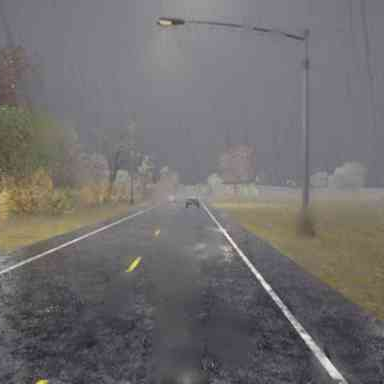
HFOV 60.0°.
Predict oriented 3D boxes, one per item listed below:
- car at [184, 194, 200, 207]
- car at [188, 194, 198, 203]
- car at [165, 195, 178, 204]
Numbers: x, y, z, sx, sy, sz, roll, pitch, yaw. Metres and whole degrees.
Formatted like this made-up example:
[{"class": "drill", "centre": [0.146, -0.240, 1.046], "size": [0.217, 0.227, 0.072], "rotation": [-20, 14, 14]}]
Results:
[{"class": "car", "centre": [0.099, 1.302, 46.031], "size": [1.837, 1.490, 4.892], "rotation": [0, 0, 0]}, {"class": "car", "centre": [0.098, 1.220, 63.374], "size": [1.837, 1.490, 4.892], "rotation": [0, 0, 0]}, {"class": "car", "centre": [-3.553, 1.272, 56.861], "size": [1.812, 1.442, 4.674], "rotation": [0, 0, 0]}]
